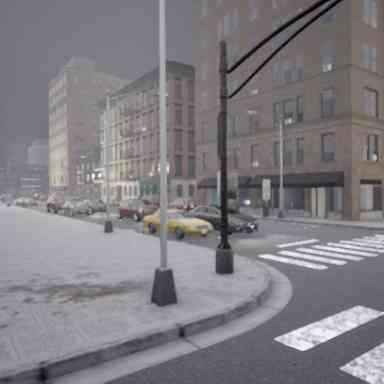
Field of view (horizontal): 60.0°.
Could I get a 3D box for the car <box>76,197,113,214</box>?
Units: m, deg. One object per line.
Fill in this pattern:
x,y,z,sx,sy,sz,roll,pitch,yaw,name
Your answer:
-10.082,1.467,34.446,1.837,1.490,4.892,-1,0,-36,car

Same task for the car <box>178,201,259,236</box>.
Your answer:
1.522,1.471,18.416,1.837,1.490,4.892,-1,0,-37,car

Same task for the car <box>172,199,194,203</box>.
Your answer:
-1.099,1.359,31.391,1.967,1.590,4.097,-1,0,-36,car

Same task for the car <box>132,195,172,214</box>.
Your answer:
-4.425,1.233,35.973,2.192,1.841,5.009,-1,0,-36,car

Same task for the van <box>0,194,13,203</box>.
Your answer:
-37.517,1.317,67.926,1.690,1.788,3.998,-1,0,-36,van

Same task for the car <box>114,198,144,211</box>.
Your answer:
-7.748,1.483,40.558,1.947,1.339,4.313,-1,0,-36,car

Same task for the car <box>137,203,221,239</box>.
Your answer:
-0.846,1.512,17.376,1.752,1.417,4.829,-1,0,-36,car

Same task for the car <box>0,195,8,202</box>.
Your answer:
-44.164,1.525,77.093,2.008,1.369,4.403,-1,0,-36,car

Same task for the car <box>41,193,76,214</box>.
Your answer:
-14.245,1.297,35.845,2.192,1.841,5.009,-1,0,-36,car

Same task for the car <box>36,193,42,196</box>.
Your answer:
-34.344,1.476,77.222,1.947,1.339,4.313,-1,0,-36,car

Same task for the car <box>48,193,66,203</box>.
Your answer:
-27.696,1.226,68.055,2.192,1.841,5.009,-1,0,-36,car

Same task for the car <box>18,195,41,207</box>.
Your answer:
-24.217,1.561,49.596,1.802,1.307,4.206,-1,0,-36,car

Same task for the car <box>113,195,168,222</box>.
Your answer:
-4.160,1.316,26.265,2.097,1.767,4.553,-1,0,-36,car

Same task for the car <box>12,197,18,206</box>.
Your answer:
-27.442,1.503,54.041,1.752,1.417,4.829,-1,0,-36,car

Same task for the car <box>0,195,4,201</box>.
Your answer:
-47.489,1.540,81.677,1.947,1.339,4.313,-1,0,-36,car

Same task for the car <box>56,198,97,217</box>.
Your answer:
-10.919,1.534,31.263,2.008,1.369,4.403,-1,0,-36,car

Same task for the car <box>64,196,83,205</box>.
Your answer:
-21.046,1.463,58.890,2.008,1.369,4.403,-1,0,-36,car

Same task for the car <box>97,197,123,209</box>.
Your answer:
-11.172,1.441,45.278,1.752,1.417,4.829,-1,0,-36,car

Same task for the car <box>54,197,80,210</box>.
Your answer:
-16.105,1.437,42.825,1.882,1.535,5.008,-1,0,-36,car
